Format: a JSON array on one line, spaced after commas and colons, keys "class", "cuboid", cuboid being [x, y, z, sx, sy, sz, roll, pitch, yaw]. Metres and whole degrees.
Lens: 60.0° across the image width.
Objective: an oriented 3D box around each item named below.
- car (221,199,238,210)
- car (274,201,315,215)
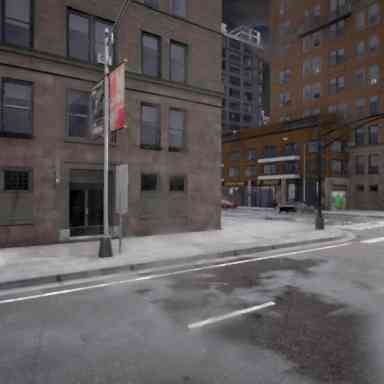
[{"class": "car", "cuboid": [4.164, 1.590, 43.257, 1.802, 1.307, 4.206, 0, 0, -35]}, {"class": "car", "cuboid": [10.520, 1.577, 34.251, 1.947, 1.339, 4.313, 0, 0, -35]}]
